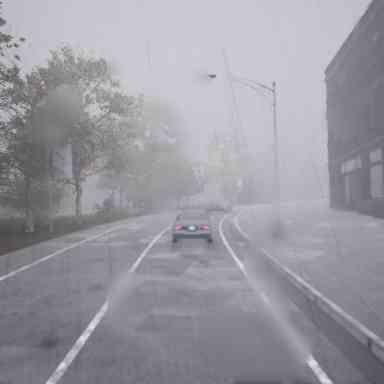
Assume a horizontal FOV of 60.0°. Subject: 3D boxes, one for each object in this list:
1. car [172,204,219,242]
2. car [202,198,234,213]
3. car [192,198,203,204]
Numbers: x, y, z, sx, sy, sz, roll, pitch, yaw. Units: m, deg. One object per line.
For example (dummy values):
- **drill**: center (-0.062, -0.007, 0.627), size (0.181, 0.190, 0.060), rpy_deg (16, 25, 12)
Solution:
- **car**: center (0.083, 1.548, 16.375), size (2.033, 1.411, 5.357), rpy_deg (0, 0, 2)
- **car**: center (3.066, 1.462, 35.060), size (2.033, 1.411, 5.357), rpy_deg (-2, 0, 18)
- **car**: center (1.231, 1.513, 39.859), size (1.837, 1.490, 4.892), rpy_deg (-2, -1, 22)
